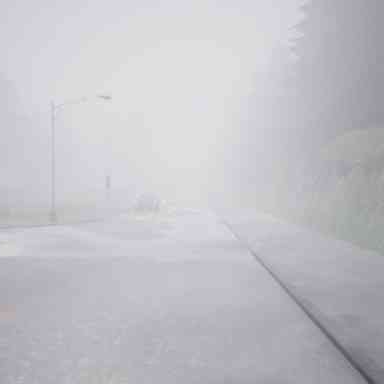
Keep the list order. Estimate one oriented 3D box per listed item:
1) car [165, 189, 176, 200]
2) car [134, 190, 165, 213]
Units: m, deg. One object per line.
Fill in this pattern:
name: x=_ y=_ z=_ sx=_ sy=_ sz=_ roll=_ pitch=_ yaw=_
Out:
car: x=-3.993 y=0.460 z=58.445 sx=2.150 sy=2.045 sz=5.566 roll=0 pitch=2 yaw=0
car: x=-3.996 y=0.854 z=30.583 sx=2.097 sy=1.767 sz=4.553 roll=0 pitch=0 yaw=0
